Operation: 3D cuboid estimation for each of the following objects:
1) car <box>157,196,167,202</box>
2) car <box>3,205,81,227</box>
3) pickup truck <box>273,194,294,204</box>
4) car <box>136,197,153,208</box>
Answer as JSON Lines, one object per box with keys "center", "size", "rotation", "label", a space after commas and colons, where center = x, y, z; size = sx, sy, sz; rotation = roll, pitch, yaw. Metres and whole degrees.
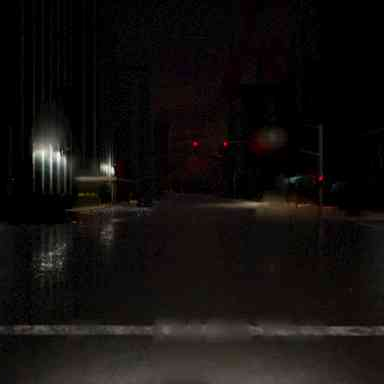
{"center": [-6.573, 1.435, 73.209], "size": [1.895, 1.301, 4.718], "rotation": [0, 0, 0], "label": "car"}
{"center": [-10.245, 1.595, 22.778], "size": [4.718, 1.301, 1.895], "rotation": [0, 0, -36], "label": "car"}
{"center": [16.979, 1.038, 61.403], "size": [2.390, 2.098, 6.274], "rotation": [0, 0, 31], "label": "pickup truck"}
{"center": [-6.724, 1.482, 47.603], "size": [2.128, 1.511, 4.902], "rotation": [0, 0, 0], "label": "car"}
